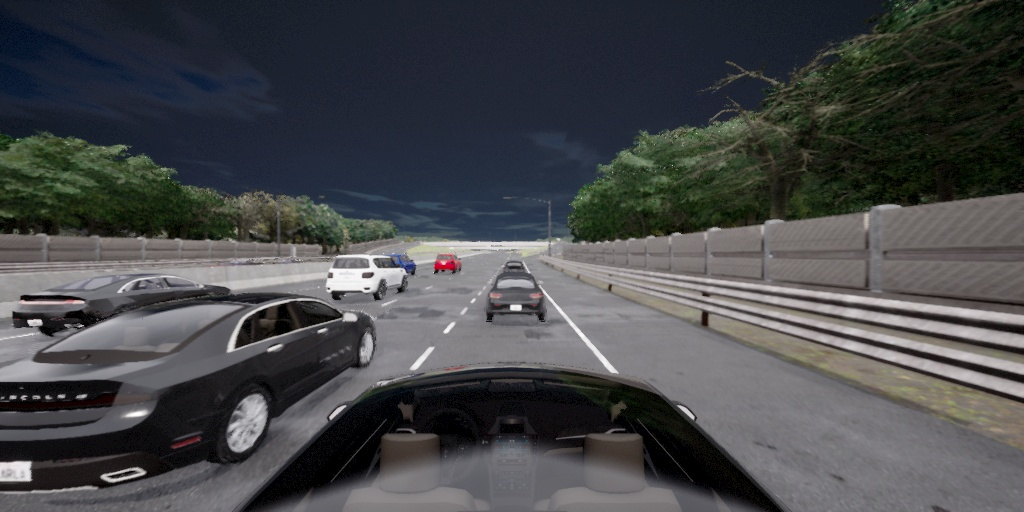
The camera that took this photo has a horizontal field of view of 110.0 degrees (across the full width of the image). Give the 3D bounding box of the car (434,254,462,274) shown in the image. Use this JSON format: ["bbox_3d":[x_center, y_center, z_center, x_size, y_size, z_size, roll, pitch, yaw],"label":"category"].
[{"bbox_3d":[-6.760,0.786,38.189,2.150,2.045,5.566,0,1,0],"label":"car"}]

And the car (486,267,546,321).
[{"bbox_3d":[0.115,1.277,12.333,1.812,1.442,4.674,0,0,0],"label":"car"}]

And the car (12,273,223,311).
[{"bbox_3d":[-10.390,1.241,10.242,2.128,1.511,4.902,0,0,0],"label":"car"}]

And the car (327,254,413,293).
[{"bbox_3d":[-6.871,0.968,17.614,2.150,2.045,5.566,0,0,0],"label":"car"}]

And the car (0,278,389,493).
[{"bbox_3d":[-3.497,1.255,4.922,1.837,1.490,4.892,0,0,0],"label":"car"}]

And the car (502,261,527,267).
[{"bbox_3d":[0.190,1.171,30.622,1.837,1.490,4.892,0,1,0],"label":"car"}]

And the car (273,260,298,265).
[{"bbox_3d":[-24.440,1.117,38.965,1.994,1.385,4.181,0,1,1],"label":"car"}]

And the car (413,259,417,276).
[{"bbox_3d":[-10.301,0.868,32.331,2.150,2.045,5.566,0,1,0],"label":"car"}]

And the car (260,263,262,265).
[{"bbox_3d":[-31.409,1.112,41.347,1.895,1.301,4.718,0,1,1],"label":"car"}]

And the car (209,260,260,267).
[{"bbox_3d":[-27.969,1.201,35.740,1.895,1.301,4.718,0,1,1],"label":"car"}]
